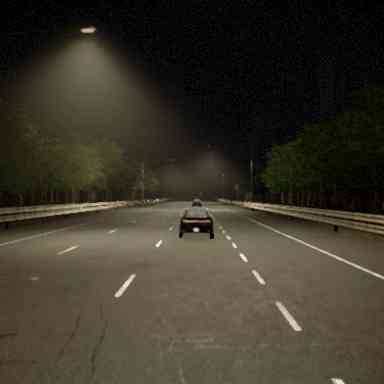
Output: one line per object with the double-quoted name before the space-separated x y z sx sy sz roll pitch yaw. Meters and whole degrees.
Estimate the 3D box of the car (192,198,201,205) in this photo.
"car" 1.110 2.605 75.967 1.994 1.385 4.181 0 -1 1

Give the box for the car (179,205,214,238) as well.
"car" 0.262 1.739 19.381 2.128 1.511 4.902 0 -1 1
